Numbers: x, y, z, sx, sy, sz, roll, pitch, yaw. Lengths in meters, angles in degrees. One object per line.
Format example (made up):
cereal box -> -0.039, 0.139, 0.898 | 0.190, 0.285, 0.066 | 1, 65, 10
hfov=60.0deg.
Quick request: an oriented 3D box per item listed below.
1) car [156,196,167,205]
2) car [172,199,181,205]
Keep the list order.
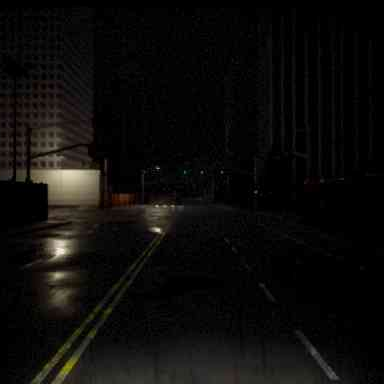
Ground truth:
car -> -6.999, 2.033, 76.855 | 2.150, 2.045, 5.566 | 0, -1, 0
car -> -3.499, 2.309, 76.884 | 1.837, 1.490, 4.892 | 0, -1, 0
